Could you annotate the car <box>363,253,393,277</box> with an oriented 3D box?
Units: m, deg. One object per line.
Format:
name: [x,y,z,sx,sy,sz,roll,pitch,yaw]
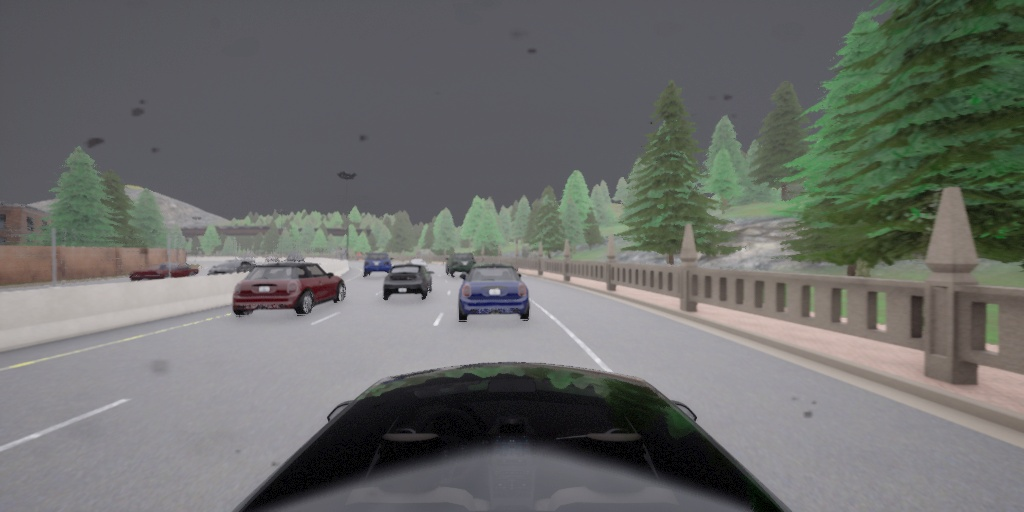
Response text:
car: [-11.964,0.738,32.072,2.150,2.045,5.566,0,0,-18]

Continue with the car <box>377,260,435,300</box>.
car: [-4.860,1.134,17.097,1.837,1.490,4.892,0,0,-9]

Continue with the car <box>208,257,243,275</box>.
car: [-22.024,1.074,28.385,1.837,1.490,4.892,0,0,-18]

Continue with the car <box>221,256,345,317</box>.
car: [-7.823,1.021,13.099,2.097,1.767,4.553,0,0,-6]

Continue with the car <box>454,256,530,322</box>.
car: [-0.702,1.014,12.196,2.097,1.767,4.553,0,0,-6]

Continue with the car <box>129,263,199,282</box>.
car: [-24.864,1.197,25.822,1.895,1.301,4.718,0,1,-17]

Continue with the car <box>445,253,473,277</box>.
car: [-4.603,0.724,31.903,2.150,2.045,5.566,0,0,-16]
